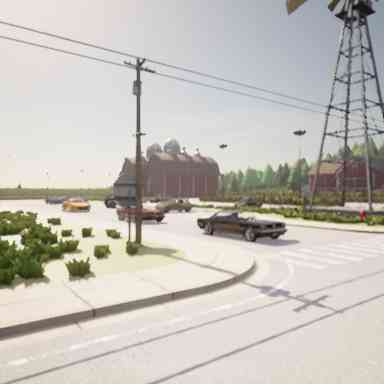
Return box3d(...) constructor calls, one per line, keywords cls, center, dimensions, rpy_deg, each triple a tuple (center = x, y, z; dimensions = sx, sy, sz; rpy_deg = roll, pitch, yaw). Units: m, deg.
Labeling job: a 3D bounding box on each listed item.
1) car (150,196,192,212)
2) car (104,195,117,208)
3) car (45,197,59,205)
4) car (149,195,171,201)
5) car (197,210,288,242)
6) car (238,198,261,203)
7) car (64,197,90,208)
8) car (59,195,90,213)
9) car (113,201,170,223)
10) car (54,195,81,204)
box3d(cls="car", center=(-2.033, 1.485, 36.136), dimensions=(4.193, 1.474, 1.816), rpy_deg=(0, 0, -36))
box3d(cls="car", center=(-10.450, 1.293, 46.683), dimensions=(3.866, 1.878, 1.905), rpy_deg=(0, 0, -36))
box3d(cls="car", center=(-24.569, 1.532, 59.074), dimensions=(2.033, 1.411, 5.357), rpy_deg=(0, 0, -36))
box3d(cls="car", center=(-5.766, 1.277, 62.732), dimensions=(4.605, 1.855, 1.932), rpy_deg=(0, 0, -36))
box3d(cls="car", center=(2.349, 1.589, 16.505), dimensions=(1.895, 1.301, 4.718), rpy_deg=(0, 0, -37))
box3d(cls="car", center=(7.647, 1.487, 44.692), dimensions=(3.905, 1.438, 1.784), rpy_deg=(0, 0, -36))
box3d(cls="car", center=(-16.873, 1.476, 48.679), dimensions=(2.128, 1.511, 4.902), rpy_deg=(0, 0, -37))
box3d(cls="car", center=(-12.983, 1.466, 37.221), dimensions=(1.882, 1.535, 5.008), rpy_deg=(0, 0, -36))
box3d(cls="car", center=(-3.920, 1.589, 24.955), dimensions=(1.895, 1.301, 4.718), rpy_deg=(0, 0, -36))
box3d(cls="car", center=(-24.738, 1.461, 66.223), dimensions=(4.611, 1.667, 2.242), rpy_deg=(0, 0, -36))
